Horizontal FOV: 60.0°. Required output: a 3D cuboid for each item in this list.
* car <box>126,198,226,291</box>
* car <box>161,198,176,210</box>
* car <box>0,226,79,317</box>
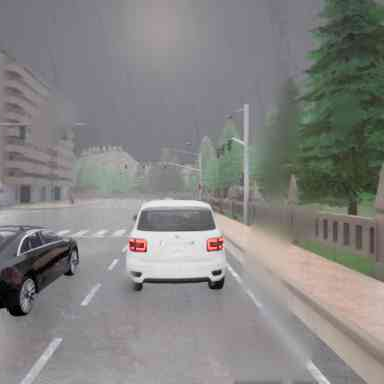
[{"bbox_3d":[-0.480,1.221,9.186,2.150,2.045,5.566,0,0,-4],"label":"car"},{"bbox_3d":[-3.166,1.526,44.422,1.812,1.442,4.674,0,0,-4],"label":"car"},{"bbox_3d":[-3.971,1.492,7.405,2.128,1.511,4.902,0,0,-3],"label":"car"}]
